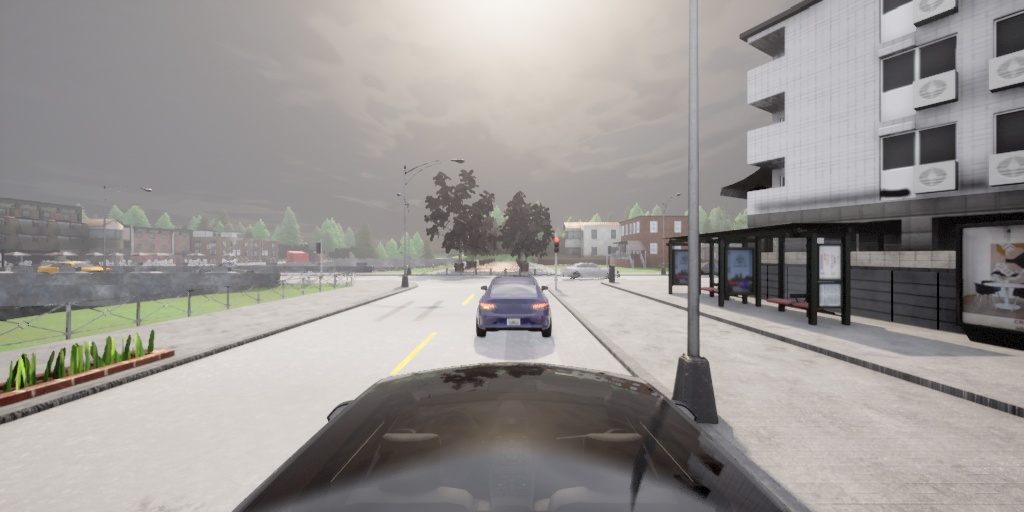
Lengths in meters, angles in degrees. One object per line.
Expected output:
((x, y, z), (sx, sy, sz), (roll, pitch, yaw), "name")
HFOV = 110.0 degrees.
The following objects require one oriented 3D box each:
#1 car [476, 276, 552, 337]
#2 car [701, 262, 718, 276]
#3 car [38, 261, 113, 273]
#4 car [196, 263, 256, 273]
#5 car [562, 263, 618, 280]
((0.062, 1.275, 10.135), (1.812, 1.442, 4.674), (0, 0, 1), "car")
((18.901, 1.293, 34.406), (5.357, 1.411, 2.033), (0, 0, 0), "car")
((-36.850, 1.224, 30.370), (5.008, 1.535, 1.882), (0, 0, 0), "car")
((-24.130, 1.310, 30.325), (4.181, 1.385, 1.994), (0, 0, 0), "car")
((6.553, 1.272, 30.252), (4.674, 1.442, 1.812), (0, 0, 0), "car")
